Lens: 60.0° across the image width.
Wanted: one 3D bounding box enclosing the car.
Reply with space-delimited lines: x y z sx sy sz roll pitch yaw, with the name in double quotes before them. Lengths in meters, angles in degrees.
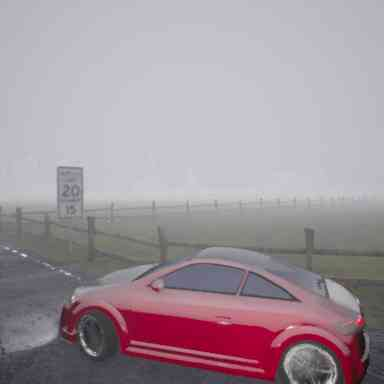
"car" 0.229 1.552 4.884 4.181 1.385 1.994 0 0 18
